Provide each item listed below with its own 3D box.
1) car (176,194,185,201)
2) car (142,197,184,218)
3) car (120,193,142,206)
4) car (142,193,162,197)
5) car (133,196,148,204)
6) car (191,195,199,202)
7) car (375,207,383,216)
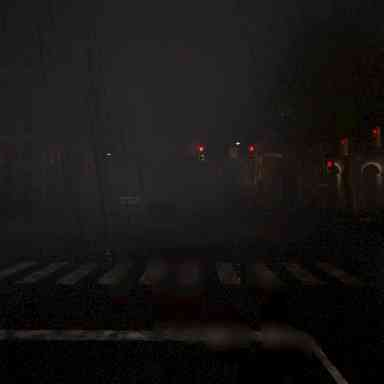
[{"bbox_3d":[-2.773,1.279,78.602,2.097,1.767,4.553,0,0,1],"label":"car"},{"bbox_3d":[-2.738,1.477,30.058,1.882,1.535,5.008,0,0,-23],"label":"car"},{"bbox_3d":[-10.210,1.222,54.839,2.150,2.045,5.566,0,0,0],"label":"car"},{"bbox_3d":[-6.705,1.215,56.244,2.150,2.045,5.566,0,1,-1],"label":"car"},{"bbox_3d":[-10.047,1.547,65.072,2.033,1.411,5.357,0,0,2],"label":"car"},{"bbox_3d":[0.727,1.450,78.573,2.128,1.511,4.902,0,0,1],"label":"car"},{"bbox_3d":[18.598,1.526,29.145,4.674,1.442,1.812,0,0,1],"label":"car"}]
